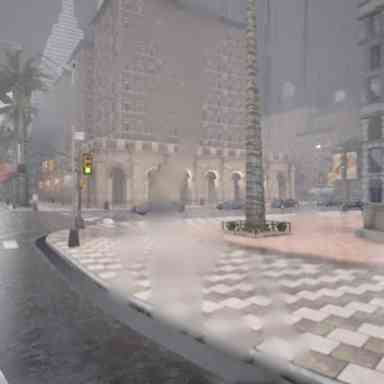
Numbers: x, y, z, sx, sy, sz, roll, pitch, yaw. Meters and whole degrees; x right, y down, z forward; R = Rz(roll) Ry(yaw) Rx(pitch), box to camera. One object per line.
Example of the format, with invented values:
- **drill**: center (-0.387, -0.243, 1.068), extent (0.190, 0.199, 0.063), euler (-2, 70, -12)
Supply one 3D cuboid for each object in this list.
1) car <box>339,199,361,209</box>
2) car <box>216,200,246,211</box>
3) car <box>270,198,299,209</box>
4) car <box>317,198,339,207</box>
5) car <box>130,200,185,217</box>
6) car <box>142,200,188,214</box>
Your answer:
- **car**: center (23.784, 1.690, 47.071), extent (5.357, 1.411, 2.033), euler (0, 0, -32)
- **car**: center (5.275, 1.765, 44.153), extent (4.181, 1.385, 1.994), euler (0, 0, -31)
- **car**: center (13.789, 1.698, 49.358), extent (4.892, 1.490, 1.837), euler (0, 0, -31)
- **car**: center (22.663, 1.677, 54.800), extent (4.902, 1.511, 2.128), euler (0, 0, -31)
- **car**: center (-3.622, 1.735, 34.362), extent (5.357, 1.411, 2.033), euler (0, 0, -32)
- **car**: center (-3.151, 1.701, 39.008), extent (4.902, 1.511, 2.128), euler (0, 0, -30)
